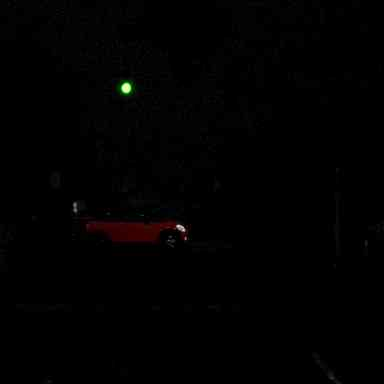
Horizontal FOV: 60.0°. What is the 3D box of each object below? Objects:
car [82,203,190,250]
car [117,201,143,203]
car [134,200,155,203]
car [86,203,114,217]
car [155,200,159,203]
[{"bbox_3d":[-2.382,1.541,14.796,4.553,1.767,2.097,0,-1,-3],"label":"car"},{"bbox_3d":[-7.092,2.059,38.746,1.994,1.385,4.181,0,-1,0],"label":"car"},{"bbox_3d":[-7.109,2.223,49.679,1.895,1.301,4.718,0,-1,0],"label":"car"},{"bbox_3d":[-10.585,2.056,38.519,1.994,1.385,4.181,0,-1,1],"label":"car"},{"bbox_3d":[-7.317,2.305,65.435,2.033,1.411,5.357,0,0,-2],"label":"car"}]
